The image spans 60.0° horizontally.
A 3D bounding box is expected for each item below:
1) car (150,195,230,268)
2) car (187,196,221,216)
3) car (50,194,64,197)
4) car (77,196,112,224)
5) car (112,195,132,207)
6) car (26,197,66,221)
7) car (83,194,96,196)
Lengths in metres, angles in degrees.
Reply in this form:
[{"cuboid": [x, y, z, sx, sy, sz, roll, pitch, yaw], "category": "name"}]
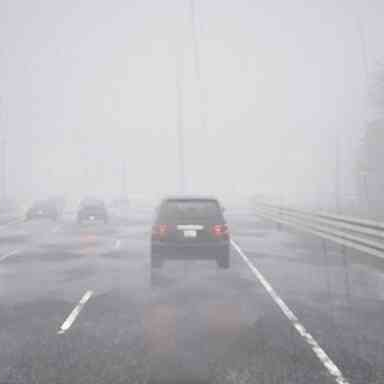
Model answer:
[{"cuboid": [-0.055, 1.088, 10.894, 2.150, 2.045, 5.566, 0, 1, 0], "category": "car"}, {"cuboid": [1.167, 1.137, 28.832, 2.128, 1.511, 4.902, 0, 1, 12], "category": "car"}, {"cuboid": [-17.180, 1.017, 42.221, 1.882, 1.535, 5.008, 0, 1, -25], "category": "car"}, {"cuboid": [-6.569, 1.254, 22.351, 1.837, 1.490, 4.892, 0, 1, -13], "category": "car"}, {"cuboid": [-8.604, 1.065, 40.041, 1.812, 1.442, 4.674, 0, 1, -22], "category": "car"}, {"cuboid": [-10.644, 1.301, 24.179, 1.994, 1.385, 4.181, 0, 1, -15], "category": "car"}, {"cuboid": [-12.425, 1.041, 40.215, 2.128, 1.511, 4.902, 0, 1, -22], "category": "car"}]
